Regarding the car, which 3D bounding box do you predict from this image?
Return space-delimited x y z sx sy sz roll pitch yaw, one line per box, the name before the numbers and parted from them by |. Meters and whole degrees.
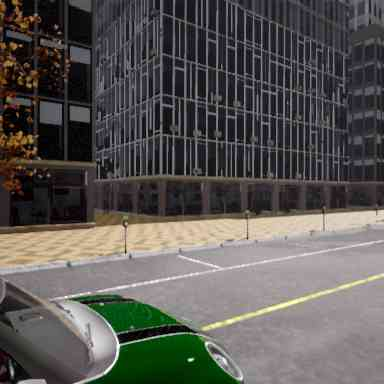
car | -1.729 1.347 2.200 4.553 1.767 2.097 0 0 -36
